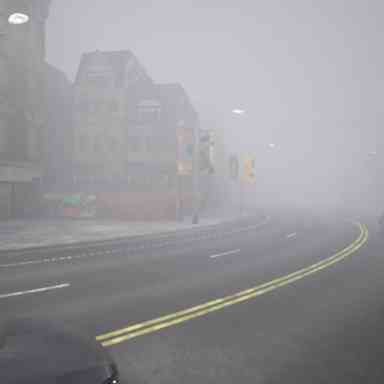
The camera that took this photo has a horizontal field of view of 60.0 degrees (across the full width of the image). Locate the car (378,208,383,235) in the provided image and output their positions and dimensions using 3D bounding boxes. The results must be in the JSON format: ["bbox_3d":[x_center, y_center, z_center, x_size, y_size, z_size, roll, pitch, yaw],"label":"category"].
[{"bbox_3d":[12.163,1.714,19.636,2.033,1.411,5.357,0,0,26],"label":"car"}]

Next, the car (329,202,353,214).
[{"bbox_3d":[18.165,1.932,40.802,1.895,1.301,4.718,0,0,11],"label":"car"}]

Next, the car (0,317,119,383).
[{"bbox_3d":[-2.840,1.514,1.936,4.892,1.490,1.837,1,0,-35],"label":"car"}]
